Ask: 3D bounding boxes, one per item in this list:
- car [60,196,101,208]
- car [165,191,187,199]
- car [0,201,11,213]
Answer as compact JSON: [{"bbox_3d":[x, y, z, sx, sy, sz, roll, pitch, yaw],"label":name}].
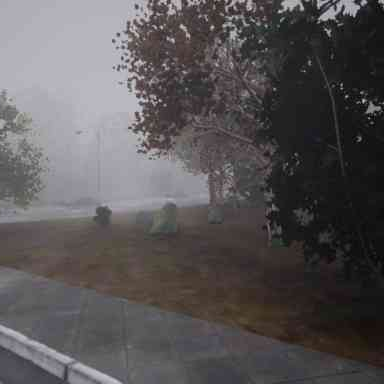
[{"bbox_3d":[-14.830,1.298,44.641,2.033,1.411,5.357,0,2,39],"label":"car"},{"bbox_3d":[-2.880,0.454,59.360,1.994,1.385,4.181,0,3,39],"label":"car"},{"bbox_3d":[-22.151,1.532,35.556,1.837,1.490,4.892,0,1,39],"label":"car"}]
